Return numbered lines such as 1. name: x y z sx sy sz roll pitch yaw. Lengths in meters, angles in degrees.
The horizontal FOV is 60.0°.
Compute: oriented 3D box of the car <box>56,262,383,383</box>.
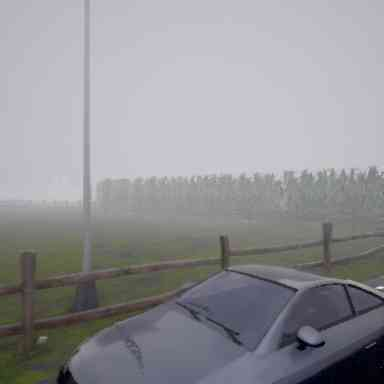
1. car: 0.782 1.566 3.631 4.181 1.385 1.994 0 0 -36
